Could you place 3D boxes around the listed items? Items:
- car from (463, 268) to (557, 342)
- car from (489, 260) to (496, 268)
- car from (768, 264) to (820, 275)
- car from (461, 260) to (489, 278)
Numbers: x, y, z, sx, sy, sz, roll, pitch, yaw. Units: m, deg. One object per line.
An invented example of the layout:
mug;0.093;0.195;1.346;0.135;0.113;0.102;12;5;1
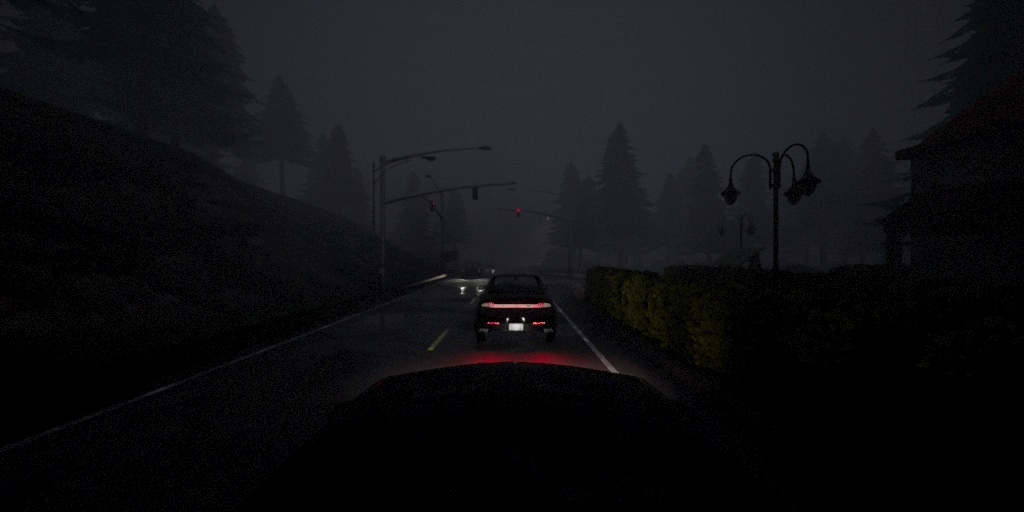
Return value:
car;0.095;1.237;9.740;2.128;1.511;4.902;0;0;0
car;-3.442;1.266;55.496;2.033;1.411;5.357;0;0;1
car;22.506;1.400;29.502;4.892;1.490;1.837;0;0;1
car;-3.533;1.209;33.232;1.882;1.535;5.008;0;0;0
